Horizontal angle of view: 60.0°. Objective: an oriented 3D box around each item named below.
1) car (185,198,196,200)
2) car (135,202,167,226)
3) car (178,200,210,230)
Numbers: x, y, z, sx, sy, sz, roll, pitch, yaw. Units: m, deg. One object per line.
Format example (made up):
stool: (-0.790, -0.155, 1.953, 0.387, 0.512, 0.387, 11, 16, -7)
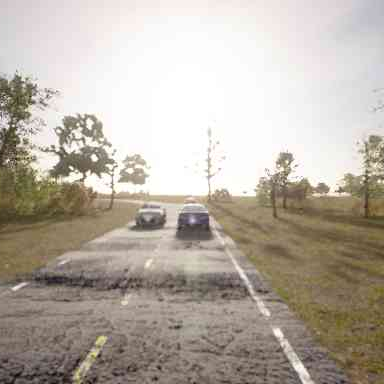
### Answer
car: (-0.247, 1.526, 41.273, 1.837, 1.490, 4.892, 0, 0, -4)
car: (-2.857, 1.516, 23.942, 2.128, 1.511, 4.902, 0, 0, 0)
car: (0.101, 1.500, 21.467, 1.882, 1.535, 5.008, 0, 0, 0)
